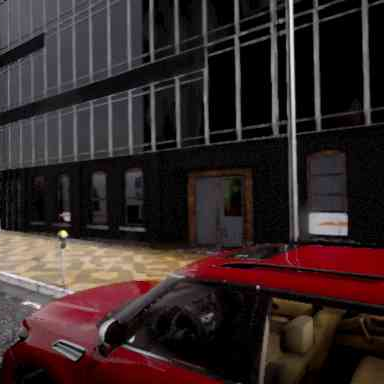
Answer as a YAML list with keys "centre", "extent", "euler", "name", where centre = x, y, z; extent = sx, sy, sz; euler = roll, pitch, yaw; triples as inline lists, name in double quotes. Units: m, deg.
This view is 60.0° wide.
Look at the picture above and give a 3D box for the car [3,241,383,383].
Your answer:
- centre: [0.683, 1.317, 2.408]
  extent: [5.009, 1.841, 2.192]
  euler: [0, -1, 36]
  name: "car"
